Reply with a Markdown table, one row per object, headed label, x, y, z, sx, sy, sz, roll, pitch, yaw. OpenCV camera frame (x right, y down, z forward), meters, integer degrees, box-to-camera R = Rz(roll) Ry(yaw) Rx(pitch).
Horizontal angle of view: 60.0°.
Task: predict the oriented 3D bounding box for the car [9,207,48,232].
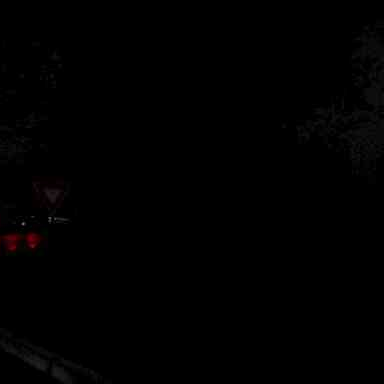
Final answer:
| label | x | y | z | sx | sy | sz | roll | pitch | yaw |
| --- | --- | --- | --- | --- | --- | --- | --- | --- | --- |
| car | -10.831 | 1.716 | 22.201 | 2.128 | 1.511 | 4.902 | 0 | 0 | -18 |
